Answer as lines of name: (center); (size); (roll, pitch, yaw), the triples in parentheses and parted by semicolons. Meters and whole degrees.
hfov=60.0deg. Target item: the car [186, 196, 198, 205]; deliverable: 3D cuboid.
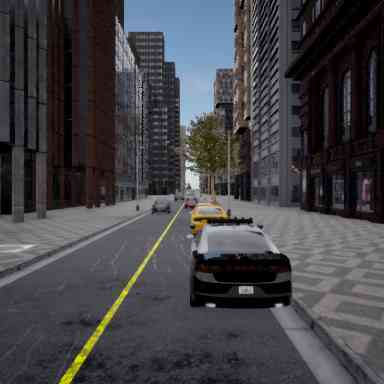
car: (-0.008, 1.476, 58.558); (1.882, 1.535, 5.008); (0, 0, 0)

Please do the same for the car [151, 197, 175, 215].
car: (-3.105, 1.504, 34.424); (1.837, 1.490, 4.892); (0, 0, 0)

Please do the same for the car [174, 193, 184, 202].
car: (-3.010, 1.216, 78.915); (2.150, 2.045, 5.566); (0, 0, 0)

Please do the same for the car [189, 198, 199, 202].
car: (0.896, 1.455, 24.196); (1.801, 1.575, 5.366); (0, 0, 0)

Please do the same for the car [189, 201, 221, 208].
car: (0.897, 1.478, 18.005); (1.882, 1.535, 5.008); (0, 0, 0)

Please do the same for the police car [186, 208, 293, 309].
police car: (0.899, 1.425, 8.115); (1.930, 1.638, 5.238); (0, 0, 0)

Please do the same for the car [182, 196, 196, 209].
car: (0.013, 1.563, 45.951); (1.994, 1.385, 4.181); (0, 0, 1)
